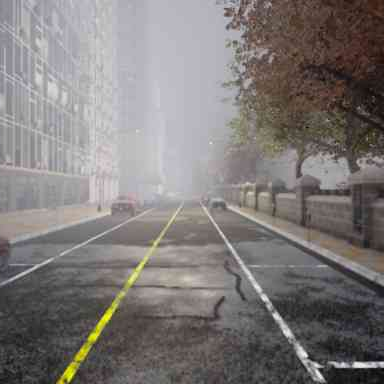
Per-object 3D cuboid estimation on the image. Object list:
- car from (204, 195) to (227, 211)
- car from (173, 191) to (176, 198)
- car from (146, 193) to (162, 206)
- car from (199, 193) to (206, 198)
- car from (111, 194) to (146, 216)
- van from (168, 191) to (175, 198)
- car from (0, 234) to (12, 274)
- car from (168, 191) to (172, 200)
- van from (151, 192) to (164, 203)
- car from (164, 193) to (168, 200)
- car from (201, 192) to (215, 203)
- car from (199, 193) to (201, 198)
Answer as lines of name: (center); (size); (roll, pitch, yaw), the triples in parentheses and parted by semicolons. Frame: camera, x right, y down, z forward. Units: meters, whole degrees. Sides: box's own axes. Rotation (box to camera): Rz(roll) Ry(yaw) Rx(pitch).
car: (2.694, 1.283, 35.221); (2.008, 1.369, 4.403); (0, 0, 0)
car: (-5.695, 0.822, 85.358); (1.752, 1.417, 4.829); (0, 1, 0)
car: (-5.831, 1.193, 46.605); (2.008, 1.369, 4.403); (0, 0, 0)
car: (2.694, 0.880, 85.262); (1.802, 1.307, 4.206); (0, 1, 0)
car: (-5.829, 1.088, 29.923); (2.192, 1.841, 5.009); (0, 0, 0)
van: (-5.685, 0.583, 91.085); (1.690, 1.788, 3.998); (0, 1, 0)
car: (-5.830, 1.524, 7.685); (1.802, 1.307, 4.206); (0, 0, 0)
car: (-5.830, 0.891, 68.847); (1.967, 1.590, 4.097); (0, 1, 0)
van: (-5.829, 0.937, 52.164); (1.690, 1.788, 3.998); (0, 0, 0)
car: (-5.831, 1.115, 57.727); (1.947, 1.339, 4.313); (0, 0, 0)
car: (2.695, 1.084, 46.341); (1.967, 1.590, 4.097); (0, 0, 0)
car: (2.696, 0.866, 57.458); (2.192, 1.841, 5.009); (0, 0, 0)
